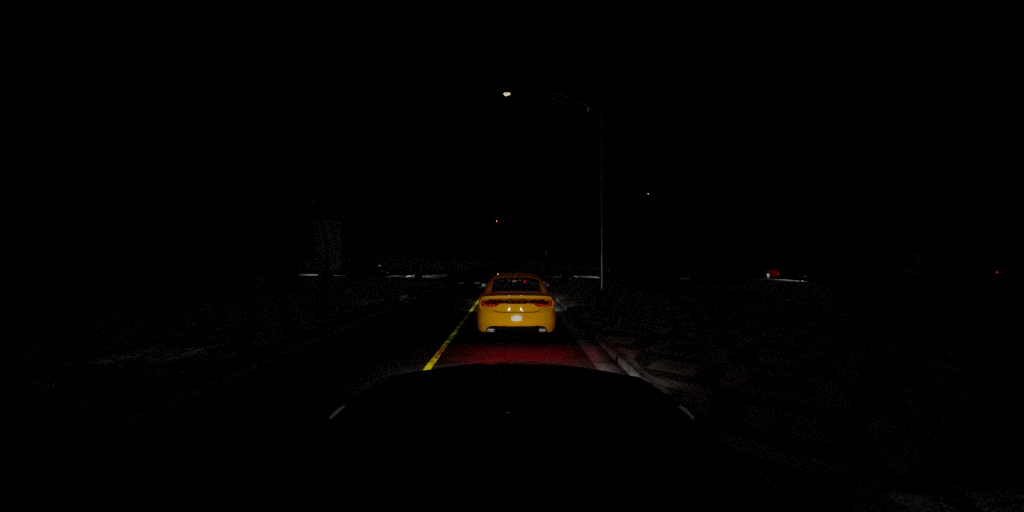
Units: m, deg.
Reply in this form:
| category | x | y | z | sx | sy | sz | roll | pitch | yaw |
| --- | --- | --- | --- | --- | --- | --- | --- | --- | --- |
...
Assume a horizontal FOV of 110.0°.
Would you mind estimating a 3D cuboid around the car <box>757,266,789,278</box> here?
| category | x | y | z | sx | sy | sz | roll | pitch | yaw |
| --- | --- | --- | --- | --- | --- | --- | --- | --- | --- |
| car | 29.087 | 1.763 | 39.472 | 4.507 | 1.381 | 1.888 | 0 | 0 | 0 |

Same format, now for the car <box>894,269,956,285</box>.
| category | x | y | z | sx | sy | sz | roll | pitch | yaw |
| --- | --- | --- | --- | --- | --- | --- | --- | --- | --- |
| car | 34.717 | 1.862 | 30.942 | 4.507 | 1.381 | 1.888 | 0 | 0 | 0 |

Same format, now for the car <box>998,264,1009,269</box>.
| category | x | y | z | sx | sy | sz | roll | pitch | yaw |
| --- | --- | --- | --- | --- | --- | --- | --- | --- | --- |
| car | 48.969 | 1.777 | 33.591 | 5.566 | 2.045 | 2.150 | 1 | 0 | 0 |

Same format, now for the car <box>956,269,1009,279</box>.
| category | x | y | z | sx | sy | sz | roll | pitch | yaw |
| --- | --- | --- | --- | --- | --- | --- | --- | --- | --- |
| car | 40.367 | 1.994 | 30.938 | 4.207 | 1.307 | 1.802 | 0 | 0 | 0 |

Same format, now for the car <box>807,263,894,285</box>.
| category | x | y | z | sx | sy | sz | roll | pitch | yaw |
| --- | --- | --- | --- | --- | --- | --- | --- | --- | --- |
| car | 29.073 | 1.539 | 30.946 | 5.009 | 1.841 | 2.192 | 0 | 0 | 0 |

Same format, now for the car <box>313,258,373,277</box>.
| category | x | y | z | sx | sy | sz | roll | pitch | yaw |
| --- | --- | --- | --- | --- | --- | --- | --- | --- | --- |
| car | -14.764 | 1.114 | 30.882 | 4.403 | 1.370 | 2.007 | 0 | 0 | 0 |

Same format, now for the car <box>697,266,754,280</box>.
| category | x | y | z | sx | sy | sz | roll | pitch | yaw |
| --- | --- | --- | --- | --- | --- | --- | --- | --- | --- |
| car | 21.820 | 1.704 | 36.809 | 4.718 | 1.301 | 1.895 | 1 | 0 | 0 |

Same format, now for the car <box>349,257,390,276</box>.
| category | x | y | z | sx | sy | sz | roll | pitch | yaw |
| --- | --- | --- | --- | --- | --- | --- | --- | --- | --- |
| car | -13.881 | 0.926 | 33.594 | 4.553 | 1.767 | 2.097 | 1 | 0 | 1 |

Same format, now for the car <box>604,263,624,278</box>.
| category | x | y | z | sx | sy | sz | roll | pitch | yaw |
| --- | --- | --- | --- | --- | --- | --- | --- | --- | --- |
| car | 11.902 | 1.454 | 36.816 | 4.892 | 1.490 | 1.837 | 1 | 0 | 0 |

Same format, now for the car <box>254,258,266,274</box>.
| category | x | y | z | sx | sy | sz | roll | pitch | yaw |
| --- | --- | --- | --- | --- | --- | --- | --- | --- | --- |
| car | -23.879 | 0.928 | 33.647 | 4.902 | 1.511 | 2.128 | 1 | 0 | 0 |

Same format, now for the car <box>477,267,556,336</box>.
| category | x | y | z | sx | sy | sz | roll | pitch | yaw |
| --- | --- | --- | --- | --- | --- | --- | --- | --- | --- |
| car | 0.104 | 1.227 | 10.405 | 1.882 | 1.535 | 5.008 | 0 | 0 | 0 |

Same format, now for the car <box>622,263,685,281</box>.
| category | x | y | z | sx | sy | sz | roll | pitch | yaw |
| --- | --- | --- | --- | --- | --- | --- | --- | --- | --- |
| car | 12.144 | 1.522 | 30.958 | 4.313 | 1.339 | 1.948 | 0 | 0 | 0 |

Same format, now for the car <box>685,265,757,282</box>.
| category | x | y | z | sx | sy | sz | roll | pitch | yaw |
| --- | --- | --- | --- | --- | --- | --- | --- | --- | --- |
| car | 17.956 | 1.569 | 30.954 | 4.829 | 1.417 | 1.751 | 0 | 0 | 0 |

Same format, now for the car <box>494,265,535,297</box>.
| category | x | y | z | sx | sy | sz | roll | pitch | yaw |
| --- | --- | --- | --- | --- | --- | --- | --- | --- | --- |
| car | 0.111 | 1.296 | 20.232 | 2.033 | 1.411 | 5.357 | 0 | 0 | 0 |

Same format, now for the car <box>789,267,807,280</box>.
| category | x | y | z | sx | sy | sz | roll | pitch | yaw |
| --- | --- | --- | --- | --- | --- | --- | --- | --- | --- |
| car | 31.886 | 1.771 | 36.793 | 4.892 | 1.490 | 1.837 | 1 | 0 | 0 |
